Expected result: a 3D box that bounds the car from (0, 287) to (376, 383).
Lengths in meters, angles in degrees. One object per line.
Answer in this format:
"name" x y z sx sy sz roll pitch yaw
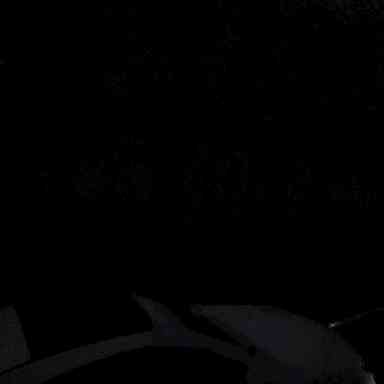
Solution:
"car" -0.552 1.521 2.479 4.674 1.442 1.812 -1 0 -33
